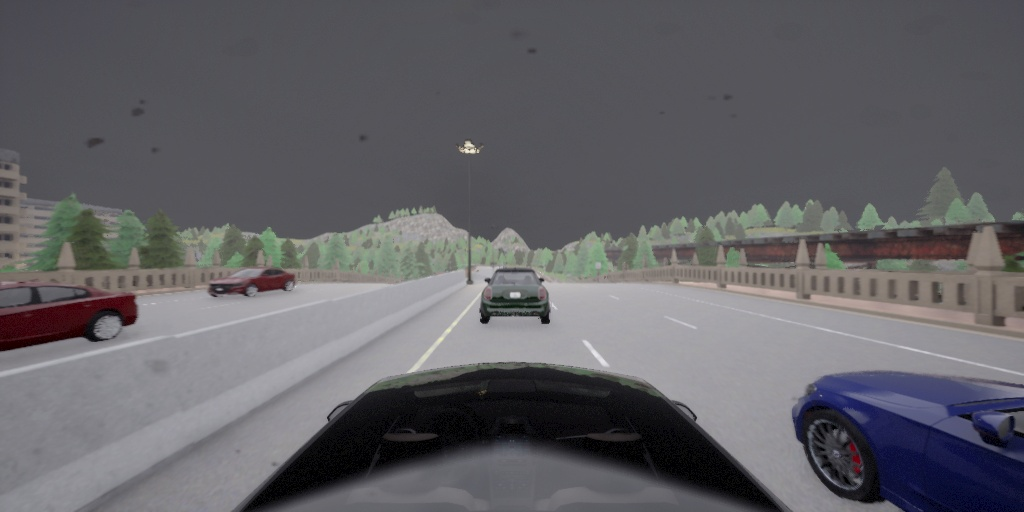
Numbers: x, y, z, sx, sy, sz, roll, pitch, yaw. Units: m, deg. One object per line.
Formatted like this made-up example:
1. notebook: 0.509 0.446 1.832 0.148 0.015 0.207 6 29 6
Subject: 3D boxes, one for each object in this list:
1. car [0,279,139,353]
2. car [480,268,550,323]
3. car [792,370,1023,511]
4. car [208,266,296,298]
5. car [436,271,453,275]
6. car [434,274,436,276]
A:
1. car: -10.602 1.267 7.143 1.882 1.535 5.008 0 0 0
2. car: 0.092 1.182 12.613 2.097 1.767 4.553 0 -1 0
3. car: 3.599 1.274 1.467 1.812 1.442 4.674 0 0 0
4. car: -14.107 1.359 19.792 1.882 1.535 5.008 0 0 0
5. car: -7.104 2.498 42.234 2.033 1.411 5.357 0 -5 0
6. car: -10.594 3.334 50.657 1.837 1.490 4.892 0 -7 0
